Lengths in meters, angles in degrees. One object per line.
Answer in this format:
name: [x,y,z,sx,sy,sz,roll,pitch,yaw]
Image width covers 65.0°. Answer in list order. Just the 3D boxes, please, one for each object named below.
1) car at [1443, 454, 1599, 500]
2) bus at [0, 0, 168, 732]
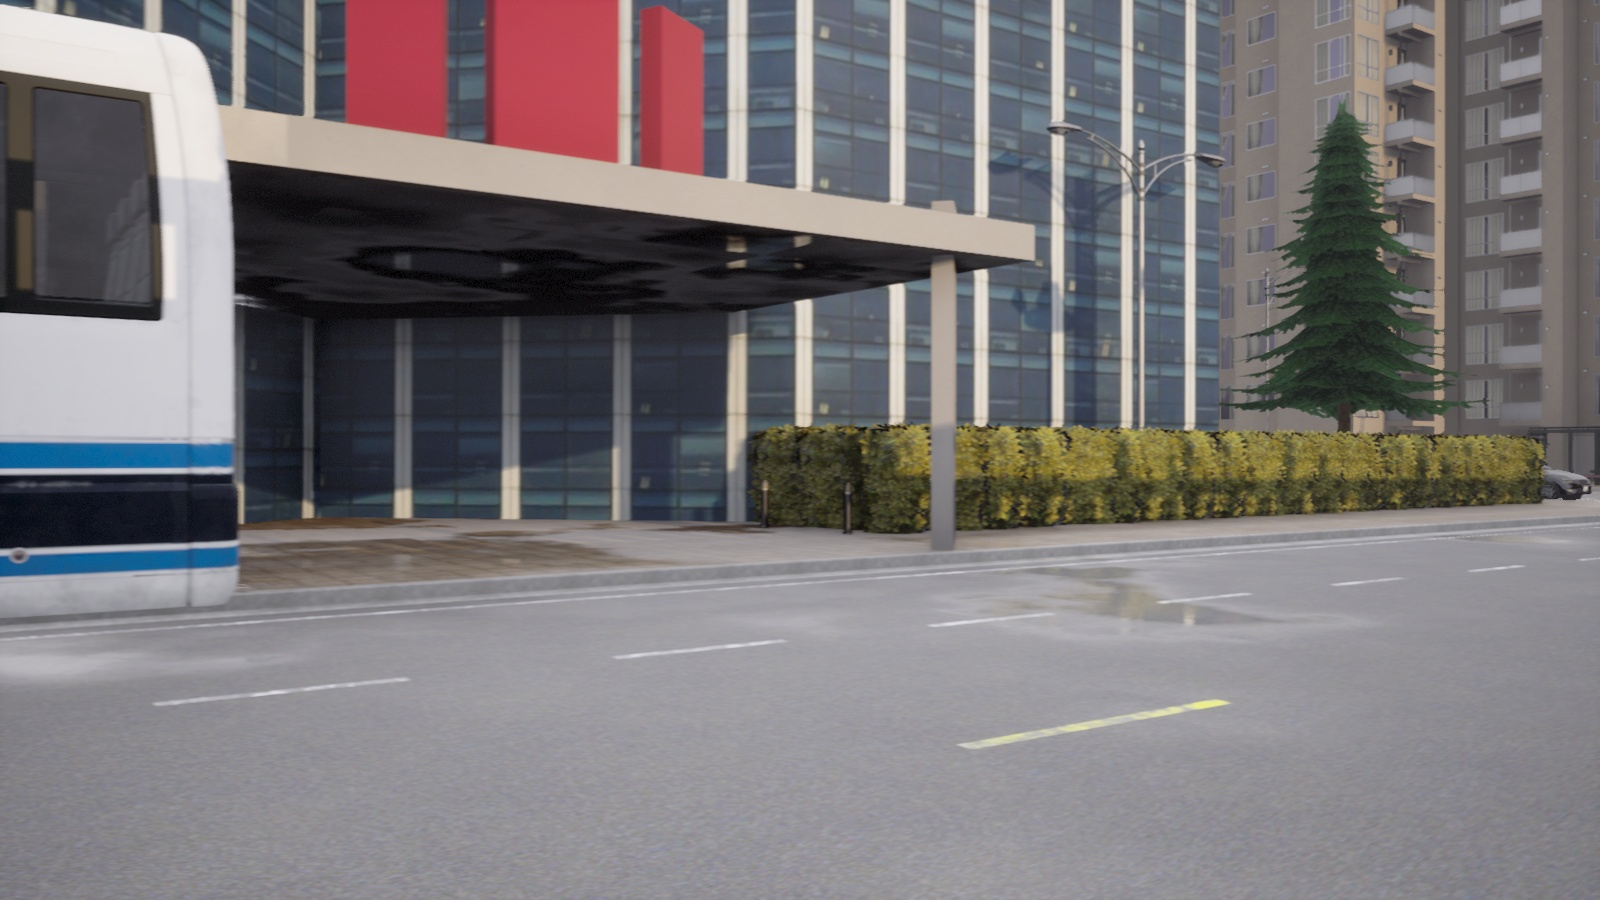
car: [24.092,0.866,42.063,1.816,1.474,4.193,0,0,-35]
bus: [-8.993,-0.598,5.933,10.273,4.253,3.944,0,0,-35]
